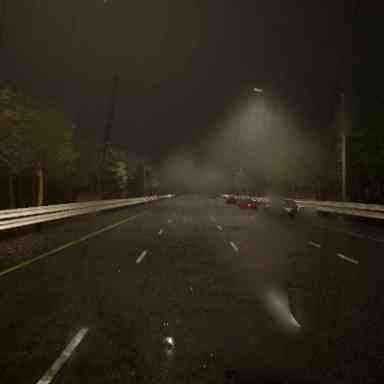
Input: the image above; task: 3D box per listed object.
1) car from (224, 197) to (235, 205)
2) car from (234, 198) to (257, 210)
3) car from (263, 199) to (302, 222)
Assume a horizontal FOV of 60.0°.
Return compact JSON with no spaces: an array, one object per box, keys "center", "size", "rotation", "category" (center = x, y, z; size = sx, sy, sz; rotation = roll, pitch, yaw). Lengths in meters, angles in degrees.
[{"center":[7.021,1.565,60.440],"size":[1.812,1.442,4.674],"rotation":[0,0,0],"category":"car"},{"center":[6.995,1.582,42.572],"size":[1.994,1.385,4.181],"rotation":[0,0,0],"category":"car"},{"center":[6.995,1.357,26.260],"size":[2.097,1.767,4.553],"rotation":[0,0,0],"category":"car"}]
